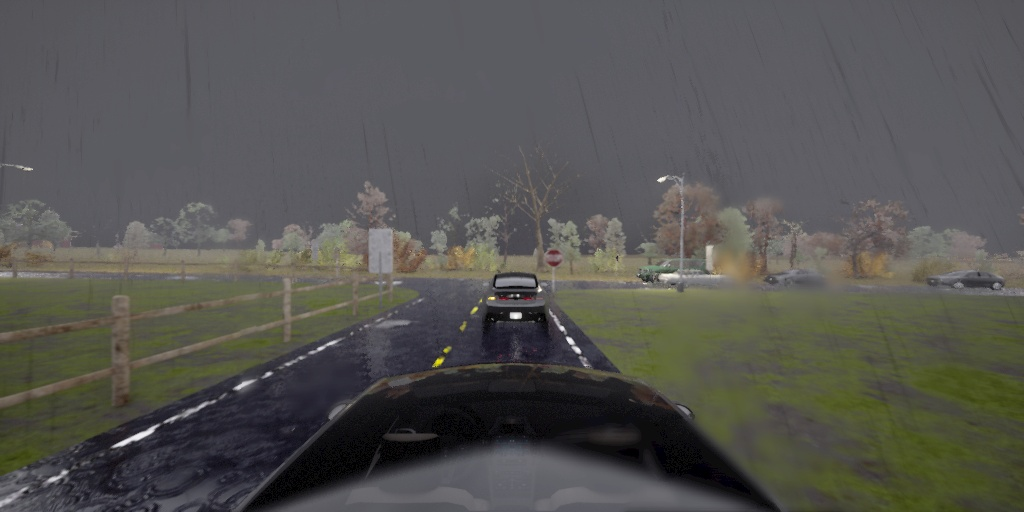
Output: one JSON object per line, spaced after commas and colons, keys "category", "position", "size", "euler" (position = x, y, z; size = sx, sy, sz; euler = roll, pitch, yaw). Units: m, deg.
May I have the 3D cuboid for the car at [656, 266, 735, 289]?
{"category": "car", "position": [13.337, 1.635, 25.949], "size": [4.718, 1.301, 1.895], "euler": [1, 1, 2]}

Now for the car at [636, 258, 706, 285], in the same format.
{"category": "car", "position": [12.862, 1.205, 28.690], "size": [5.566, 2.045, 2.150], "euler": [1, 1, -1]}

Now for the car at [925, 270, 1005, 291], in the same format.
{"category": "car", "position": [36.149, 1.900, 28.662], "size": [4.892, 1.490, 1.837], "euler": [1, 1, 0]}

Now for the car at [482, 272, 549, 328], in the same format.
{"category": "car", "position": [0.097, 1.254, 11.425], "size": [1.837, 1.490, 4.892], "euler": [0, 0, 0]}

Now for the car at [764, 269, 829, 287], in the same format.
{"category": "car", "position": [22.710, 1.723, 28.714], "size": [4.181, 1.385, 1.994], "euler": [1, 1, -1]}
